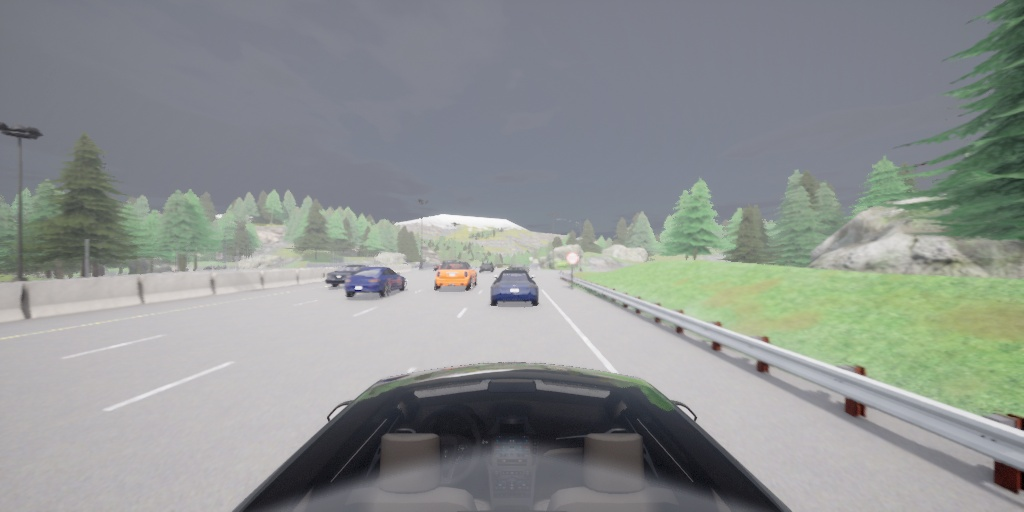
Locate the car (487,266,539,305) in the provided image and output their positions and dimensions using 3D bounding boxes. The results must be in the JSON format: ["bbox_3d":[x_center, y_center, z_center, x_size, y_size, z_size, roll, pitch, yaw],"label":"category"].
[{"bbox_3d":[0.106,1.305,15.991,1.994,1.385,4.181,0,0,0],"label":"car"}]

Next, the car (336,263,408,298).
[{"bbox_3d":[-6.893,1.264,18.419,1.812,1.442,4.674,0,0,0],"label":"car"}]

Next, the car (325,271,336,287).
[{"bbox_3d":[-10.393,1.296,24.043,2.033,1.411,5.357,0,0,0],"label":"car"}]

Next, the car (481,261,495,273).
[{"bbox_3d":[-3.363,1.511,49.644,2.128,1.511,4.902,0,-1,0],"label":"car"}]

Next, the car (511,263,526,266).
[{"bbox_3d":[0.828,1.453,38.549,1.895,1.301,4.718,-1,0,9],"label":"car"}]

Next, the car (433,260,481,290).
[{"bbox_3d":[-3.391,1.101,22.503,2.097,1.767,4.553,0,0,0],"label":"car"}]
